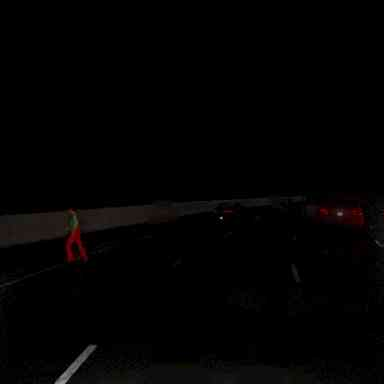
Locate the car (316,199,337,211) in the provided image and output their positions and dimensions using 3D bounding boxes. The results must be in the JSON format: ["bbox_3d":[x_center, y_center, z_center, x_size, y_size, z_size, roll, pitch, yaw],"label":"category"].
[{"bbox_3d":[16.874,1.564,41.620,1.994,1.385,4.181,0,0,29],"label":"car"}]

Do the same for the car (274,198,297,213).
[{"bbox_3d":[10.714,1.478,37.741,1.882,1.535,5.008,0,0,29],"label":"car"}]

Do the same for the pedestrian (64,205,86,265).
[{"bbox_3d":[-3.624,1.294,10.252,0.375,1.860,0.375,0,0,12],"label":"pedestrian"}]

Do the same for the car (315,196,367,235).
[{"bbox_3d":[8.716,1.221,19.311,2.150,2.045,5.566,0,0,26],"label":"car"}]

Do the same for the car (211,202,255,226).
[{"bbox_3d":[3.032,1.488,23.640,2.128,1.511,4.902,0,0,28],"label":"car"}]

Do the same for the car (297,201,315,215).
[{"bbox_3d":[12.065,1.564,32.902,1.994,1.385,4.181,0,0,29],"label":"car"}]
